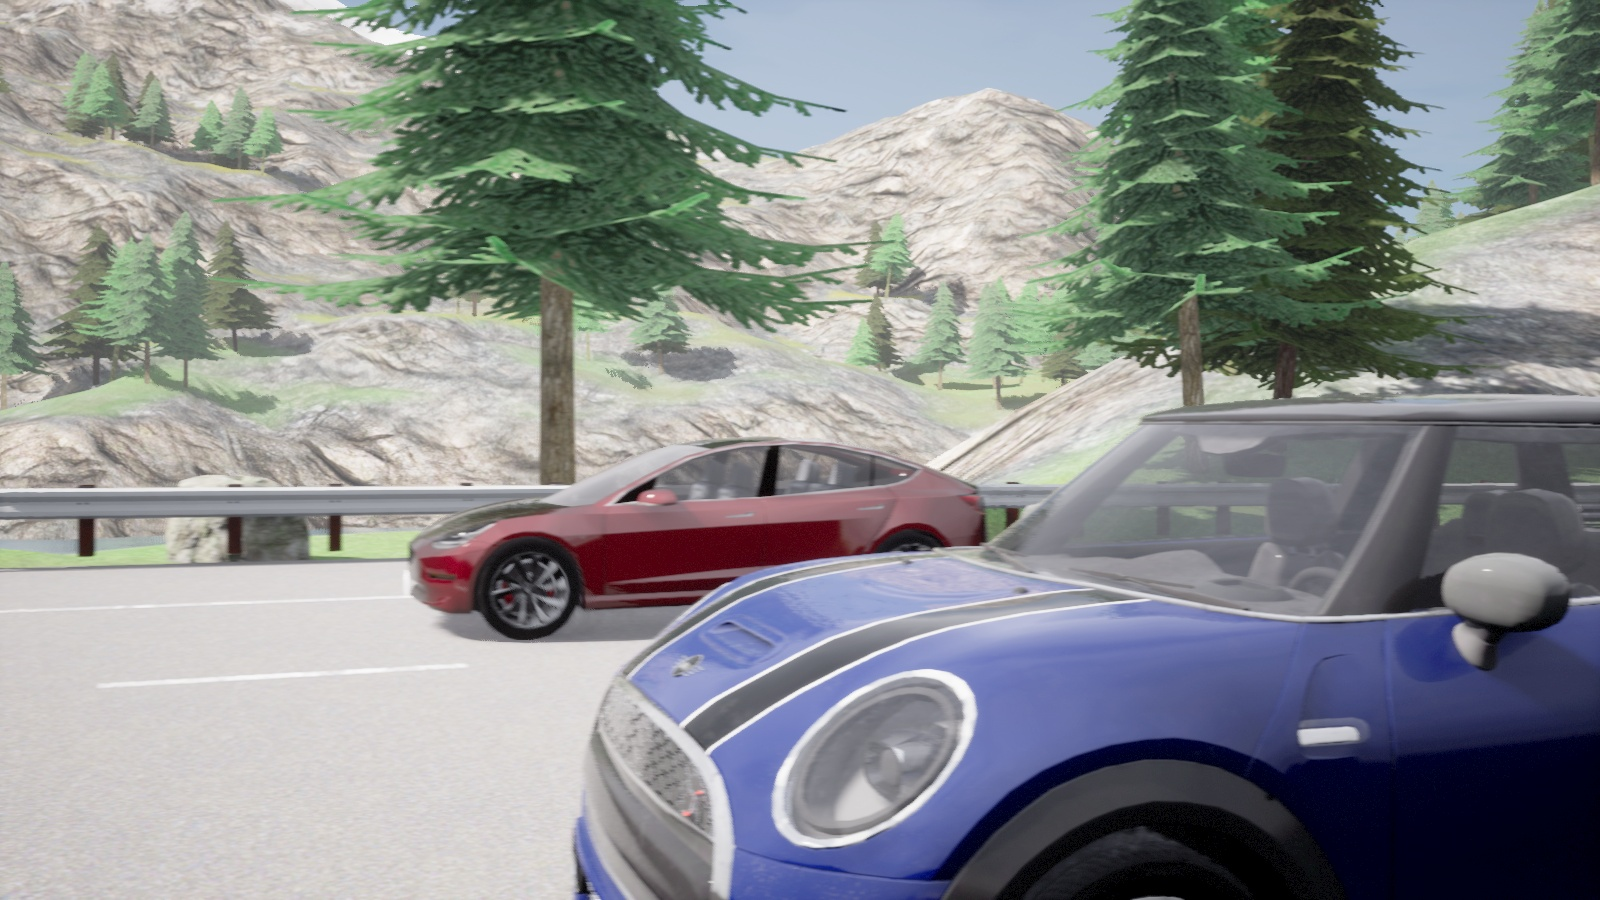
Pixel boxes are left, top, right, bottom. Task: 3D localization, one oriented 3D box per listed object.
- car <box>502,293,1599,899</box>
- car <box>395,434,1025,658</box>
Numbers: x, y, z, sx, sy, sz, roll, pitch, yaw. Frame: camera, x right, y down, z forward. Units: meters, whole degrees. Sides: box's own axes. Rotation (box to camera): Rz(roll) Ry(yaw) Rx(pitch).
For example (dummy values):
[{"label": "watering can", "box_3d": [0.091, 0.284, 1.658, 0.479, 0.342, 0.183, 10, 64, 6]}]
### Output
[{"label": "car", "box_3d": [1.550, 0.577, 3.833, 4.553, 1.767, 2.097, -1, 1, -20]}, {"label": "car", "box_3d": [-0.794, 0.636, 10.439, 4.792, 1.488, 2.163, -1, 1, -20]}]
